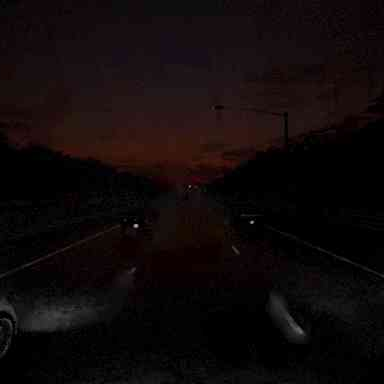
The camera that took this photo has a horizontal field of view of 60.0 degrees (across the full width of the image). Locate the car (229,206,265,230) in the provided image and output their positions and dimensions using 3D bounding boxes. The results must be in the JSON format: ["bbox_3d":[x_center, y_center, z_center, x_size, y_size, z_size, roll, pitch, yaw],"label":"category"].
[{"bbox_3d":[3.624,1.654,22.509,2.128,1.511,4.902,0,0,0],"label":"car"}]

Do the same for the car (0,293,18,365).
[{"bbox_3d":[-3.397,1.546,2.831,1.812,1.442,4.674,0,0,0],"label":"car"}]

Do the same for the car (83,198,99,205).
[{"bbox_3d":[-17.465,1.988,59.562,1.812,1.442,4.674,0,0,1],"label":"car"}]

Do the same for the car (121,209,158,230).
[{"bbox_3d":[-3.376,1.761,22.312,1.895,1.301,4.718,0,0,0],"label":"car"}]

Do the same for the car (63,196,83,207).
[{"bbox_3d":[-20.958,1.682,59.354,2.150,2.045,5.566,0,-1,1],"label":"car"}]

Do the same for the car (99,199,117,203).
[{"bbox_3d":[-13.980,1.968,57.321,1.812,1.442,4.674,0,0,1],"label":"car"}]
